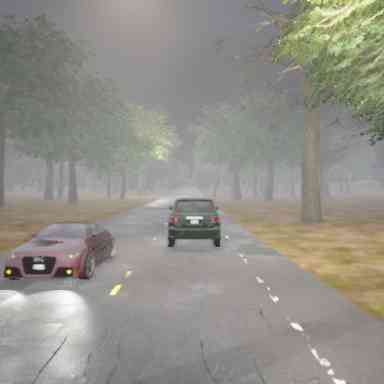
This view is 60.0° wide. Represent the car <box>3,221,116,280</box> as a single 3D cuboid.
[{"bbox_3d":[-3.602,1.567,9.810,1.994,1.385,4.181,0,0,0],"label":"car"}]

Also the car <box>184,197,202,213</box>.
[{"bbox_3d":[0.090,1.380,36.745,1.812,1.442,4.674,0,1,0],"label":"car"}]

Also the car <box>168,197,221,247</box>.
[{"bbox_3d":[0.096,1.218,15.255,2.150,2.045,5.566,0,0,0],"label":"car"}]
